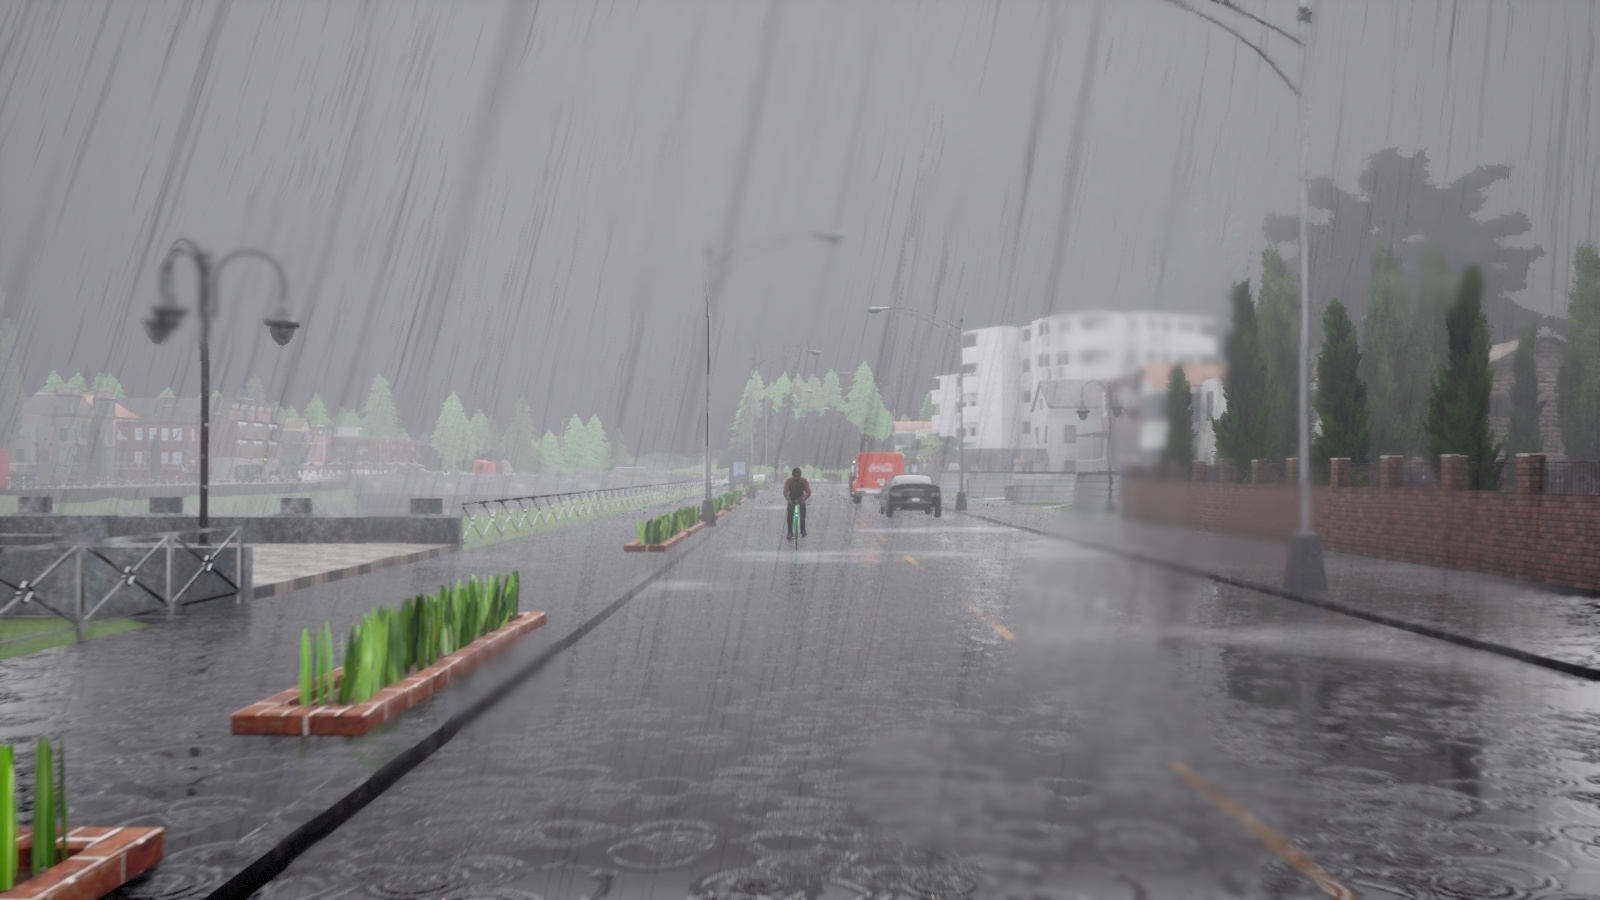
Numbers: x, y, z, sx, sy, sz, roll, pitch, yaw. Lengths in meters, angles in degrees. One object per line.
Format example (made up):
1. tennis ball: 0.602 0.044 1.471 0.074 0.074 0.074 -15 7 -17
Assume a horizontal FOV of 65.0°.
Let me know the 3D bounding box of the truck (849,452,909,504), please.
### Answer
1. truck: 3.852 1.354 62.226 2.627 2.467 5.204 0 -1 0

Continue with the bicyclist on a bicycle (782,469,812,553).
1. bicyclist on a bicycle: -0.059 1.187 25.030 0.582 1.620 1.656 0 -1 0

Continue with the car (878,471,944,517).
1. car: 3.895 1.526 44.747 1.882 1.535 5.008 0 -1 0
